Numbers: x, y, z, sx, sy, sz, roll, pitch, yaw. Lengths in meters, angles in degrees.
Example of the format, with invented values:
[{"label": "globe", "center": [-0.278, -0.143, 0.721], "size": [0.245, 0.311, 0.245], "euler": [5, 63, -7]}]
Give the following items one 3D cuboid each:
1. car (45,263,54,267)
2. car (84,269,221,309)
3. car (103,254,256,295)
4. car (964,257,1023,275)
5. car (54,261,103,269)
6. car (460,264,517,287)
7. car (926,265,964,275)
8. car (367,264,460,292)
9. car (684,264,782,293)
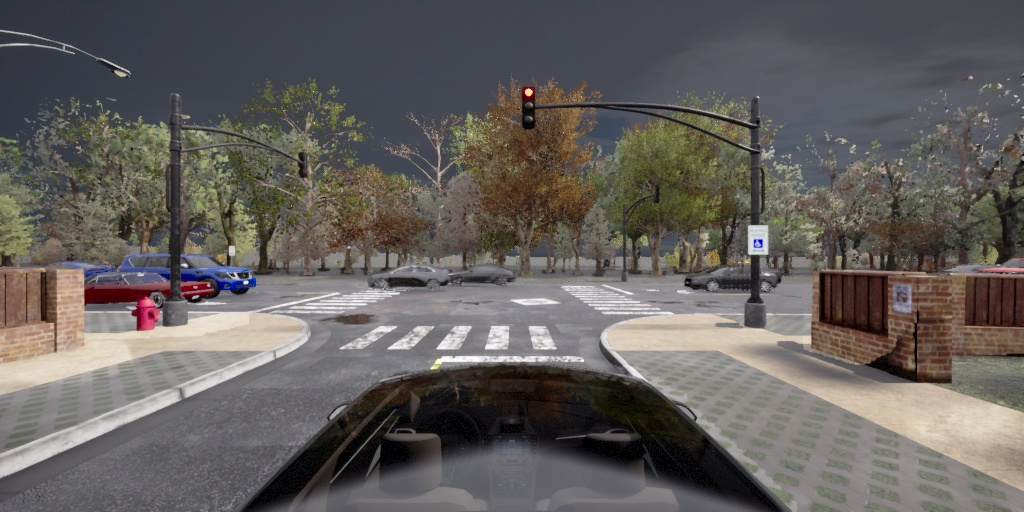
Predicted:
[{"label": "car", "center": [-25.612, 1.180, 17.232], "size": [4.674, 1.442, 1.812], "euler": [0, 0, 0]}, {"label": "car", "center": [-14.634, 1.294, 13.997], "size": [4.718, 1.301, 1.895], "euler": [0, 0, -3]}, {"label": "car", "center": [-15.561, 0.916, 17.247], "size": [5.566, 2.045, 2.150], "euler": [0, 0, 0]}, {"label": "car", "center": [30.470, 1.084, 20.750], "size": [5.566, 2.045, 2.150], "euler": [0, 0, 0]}, {"label": "car", "center": [-29.589, 1.124, 23.930], "size": [5.008, 1.535, 1.882], "euler": [0, 0, 0]}, {"label": "car", "center": [-2.031, 1.280, 23.966], "size": [4.674, 1.442, 1.812], "euler": [0, 0, 0]}, {"label": "car", "center": [30.615, 1.343, 24.000], "size": [5.008, 1.535, 1.882], "euler": [0, 0, 0]}, {"label": "car", "center": [-5.739, 1.228, 20.709], "size": [4.902, 1.511, 2.128], "euler": [0, 0, 0]}, {"label": "car", "center": [12.581, 1.308, 20.735], "size": [4.892, 1.490, 1.837], "euler": [0, 0, 0]}]
